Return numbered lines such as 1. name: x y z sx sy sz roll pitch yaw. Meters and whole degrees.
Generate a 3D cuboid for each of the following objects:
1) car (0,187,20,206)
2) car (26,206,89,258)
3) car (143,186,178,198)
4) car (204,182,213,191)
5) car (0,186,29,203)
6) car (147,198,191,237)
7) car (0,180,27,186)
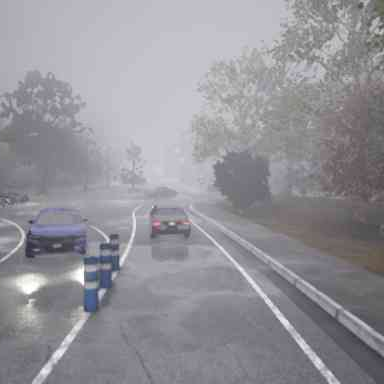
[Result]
1. car: -18.131 0.580 28.769 4.902 1.511 2.128 0 4 4
2. car: -5.053 1.352 12.743 1.882 1.535 5.008 0 2 -20
3. car: -3.641 0.016 38.844 1.812 1.442 4.674 3 5 39
4. car: 3.193 -0.952 54.068 2.128 1.511 4.902 0 3 -8
5. car: -17.999 0.459 31.991 4.181 1.385 1.994 0 3 4
6. car: -1.198 1.287 16.440 2.033 1.411 5.357 0 2 -8
7. car: -32.487 -1.332 60.161 2.128 1.511 4.902 2 4 34
